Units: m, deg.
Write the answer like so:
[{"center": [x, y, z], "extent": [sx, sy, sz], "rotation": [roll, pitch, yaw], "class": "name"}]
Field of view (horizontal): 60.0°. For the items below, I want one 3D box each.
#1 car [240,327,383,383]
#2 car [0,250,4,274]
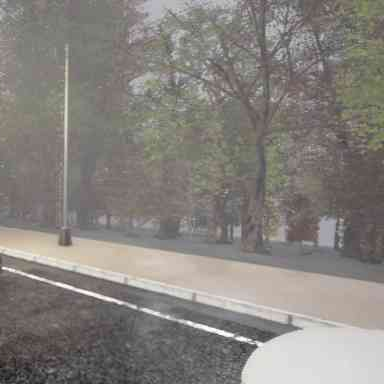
[{"center": [2.482, 1.540, 1.792], "extent": [4.674, 1.442, 1.812], "rotation": [1, 1, 35], "class": "car"}, {"center": [-6.476, 1.435, 8.175], "extent": [4.181, 1.385, 1.994], "rotation": [1, 1, 35], "class": "car"}]
